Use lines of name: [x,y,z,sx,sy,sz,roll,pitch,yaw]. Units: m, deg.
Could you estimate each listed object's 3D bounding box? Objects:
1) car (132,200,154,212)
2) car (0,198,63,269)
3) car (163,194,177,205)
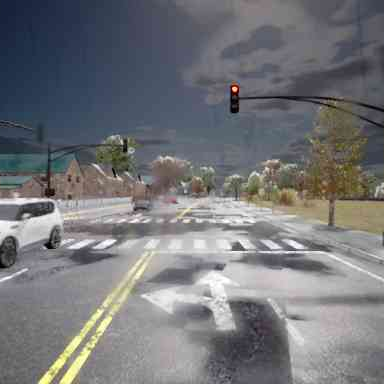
car: [-5.685,1.640,39.647,2.033,1.411,5.357,0,0,2]
car: [-6.432,1.251,11.576,2.150,2.045,5.566,0,0,1]
car: [-4.218,1.418,65.740,2.150,2.045,5.566,0,0,4]
